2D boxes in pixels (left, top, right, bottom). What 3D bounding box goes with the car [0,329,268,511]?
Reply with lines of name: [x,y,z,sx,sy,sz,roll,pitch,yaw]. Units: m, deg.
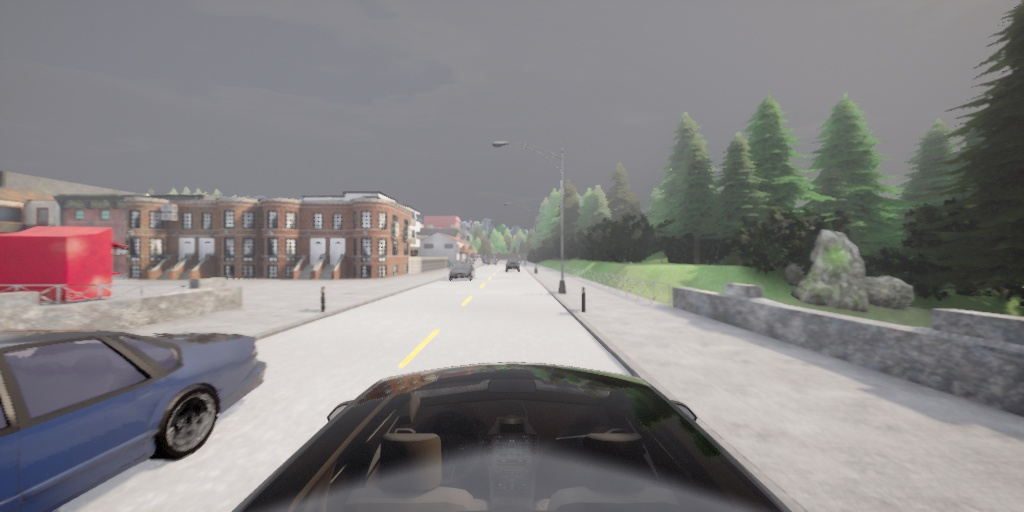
car: [-4.100,1.297,2.275,2.033,1.411,5.357,0,0,0]

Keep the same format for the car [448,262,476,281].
car: [-4.103,1.281,30.115,1.837,1.490,4.892,0,0,0]

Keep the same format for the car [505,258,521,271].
car: [0.089,1.297,48.878,1.837,1.490,4.892,0,-1,0]
